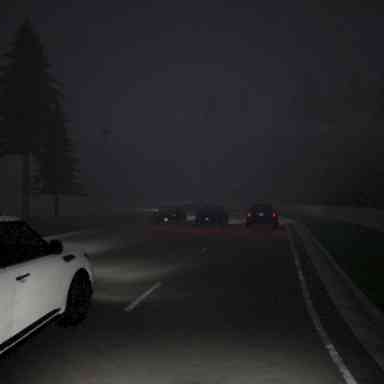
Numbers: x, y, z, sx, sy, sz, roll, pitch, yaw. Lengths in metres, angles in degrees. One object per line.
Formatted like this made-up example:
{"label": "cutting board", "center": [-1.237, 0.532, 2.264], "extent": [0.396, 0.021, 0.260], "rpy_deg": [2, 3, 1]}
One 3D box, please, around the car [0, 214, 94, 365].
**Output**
{"label": "car", "center": [-3.115, 1.245, 4.056], "extent": [2.150, 2.045, 5.566], "rpy_deg": [0, 0, 5]}

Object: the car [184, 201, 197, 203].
{"label": "car", "center": [0.005, 1.778, 40.104], "extent": [4.902, 1.511, 2.128], "rpy_deg": [0, -1, 45]}

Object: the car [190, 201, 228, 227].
{"label": "car", "center": [1.526, 1.655, 24.288], "extent": [1.882, 1.535, 5.008], "rpy_deg": [0, 0, 13]}

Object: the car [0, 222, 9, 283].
{"label": "car", "center": [-6.235, 1.526, 6.492], "extent": [2.128, 1.511, 4.902], "rpy_deg": [0, 0, 9]}

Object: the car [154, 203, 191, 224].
{"label": "car", "center": [-1.611, 1.792, 27.065], "extent": [1.895, 1.301, 4.718], "rpy_deg": [0, 0, 9]}

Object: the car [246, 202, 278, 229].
{"label": "car", "center": [4.977, 1.533, 23.734], "extent": [2.097, 1.767, 4.553], "rpy_deg": [0, 0, 12]}
